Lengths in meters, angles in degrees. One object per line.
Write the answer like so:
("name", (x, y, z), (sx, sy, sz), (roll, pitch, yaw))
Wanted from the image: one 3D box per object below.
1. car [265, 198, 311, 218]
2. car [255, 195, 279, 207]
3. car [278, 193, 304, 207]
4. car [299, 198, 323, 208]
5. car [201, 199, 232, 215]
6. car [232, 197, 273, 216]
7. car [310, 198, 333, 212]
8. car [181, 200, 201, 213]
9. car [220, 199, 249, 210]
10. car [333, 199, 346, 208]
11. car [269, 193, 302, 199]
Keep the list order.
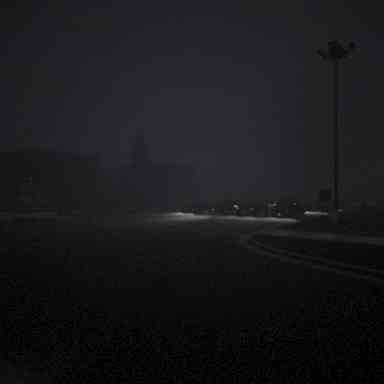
("car", (9.074, 1.572, 30.987), (2.033, 1.411, 5.357), (0, 0, 35))
("car", (12.146, 1.401, 53.661), (2.097, 1.767, 4.553), (0, 0, 35))
("car", (15.743, 1.260, 52.704), (2.150, 2.045, 5.566), (0, 0, 35))
("car", (17.658, 1.581, 49.354), (2.033, 1.411, 5.357), (0, 0, 34))
("car", (3.477, 1.533, 35.197), (2.128, 1.511, 4.902), (0, 0, 35))
("car", (6.049, 1.559, 32.733), (1.812, 1.442, 4.674), (0, 0, 34))
("car", (14.781, 1.589, 39.147), (1.994, 1.385, 4.181), (0, 0, 35))
("car", (0.576, 1.613, 37.166), (1.994, 1.385, 4.181), (0, 0, 34))
("car", (5.761, 1.651, 44.576), (1.895, 1.301, 4.718), (0, 0, 35))
("car", (20.552, 1.626, 47.395), (1.895, 1.301, 4.718), (0, 0, 35))
("car", (11.643, 1.385, 40.777), (2.097, 1.767, 4.553), (0, 0, 35))
